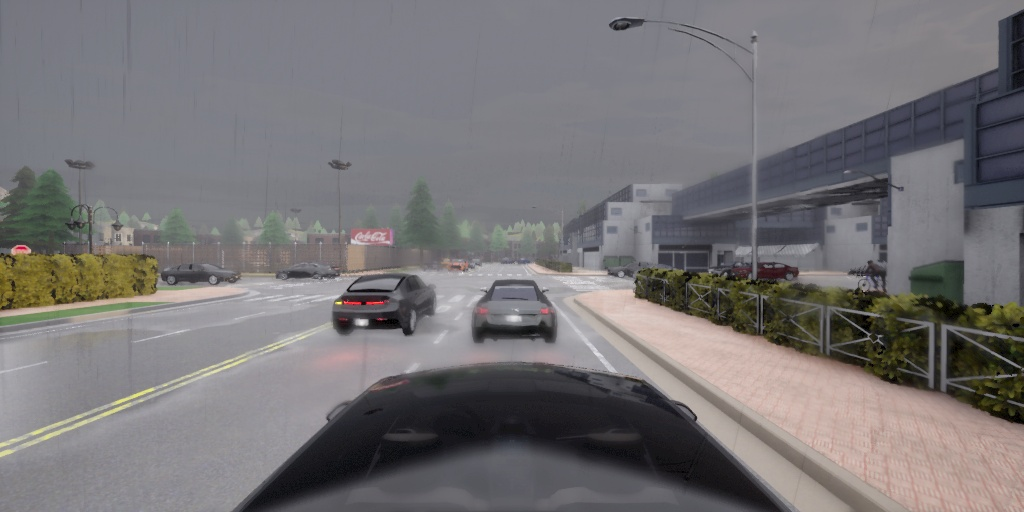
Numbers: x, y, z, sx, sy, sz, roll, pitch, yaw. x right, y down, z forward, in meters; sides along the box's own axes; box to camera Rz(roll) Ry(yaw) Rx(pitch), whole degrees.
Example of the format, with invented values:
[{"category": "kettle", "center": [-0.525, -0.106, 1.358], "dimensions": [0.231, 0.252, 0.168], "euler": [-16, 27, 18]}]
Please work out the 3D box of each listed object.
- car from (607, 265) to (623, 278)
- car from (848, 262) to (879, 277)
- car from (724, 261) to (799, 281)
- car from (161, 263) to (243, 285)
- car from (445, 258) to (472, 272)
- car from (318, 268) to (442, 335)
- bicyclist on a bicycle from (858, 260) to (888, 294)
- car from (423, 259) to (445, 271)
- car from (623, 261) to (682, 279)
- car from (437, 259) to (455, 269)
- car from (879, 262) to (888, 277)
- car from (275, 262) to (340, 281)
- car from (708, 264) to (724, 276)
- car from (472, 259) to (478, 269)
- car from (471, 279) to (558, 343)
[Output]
[{"category": "car", "center": [11.351, 1.255, 33.198], "dimensions": [4.892, 1.490, 1.837], "euler": [0, 0, 1]}, {"category": "car", "center": [34.382, 1.297, 33.125], "dimensions": [5.357, 1.411, 2.033], "euler": [0, 0, 0]}, {"category": "car", "center": [20.806, 1.228, 29.646], "dimensions": [5.008, 1.535, 1.882], "euler": [0, 0, 0]}, {"category": "car", "center": [-21.835, 1.238, 25.335], "dimensions": [4.892, 1.490, 1.837], "euler": [0, 0, 0]}, {"category": "car", "center": [-6.941, 1.102, 46.641], "dimensions": [2.097, 1.767, 4.553], "euler": [0, 0, 1]}, {"category": "car", "center": [-3.456, 1.255, 10.503], "dimensions": [1.837, 1.490, 4.892], "euler": [0, 0, -2]}, {"category": "bicyclist on a bicycle", "center": [18.320, 1.053, 18.167], "dimensions": [0.582, 1.620, 1.656], "euler": [0, 0, 0]}, {"category": "car", "center": [-10.431, 1.314, 47.785], "dimensions": [1.994, 1.385, 4.181], "euler": [0, 0, 1]}, {"category": "car", "center": [11.834, 1.314, 29.656], "dimensions": [4.181, 1.385, 1.994], "euler": [0, 0, -1]}, {"category": "car", "center": [-10.350, 1.227, 56.427], "dimensions": [1.882, 1.535, 5.008], "euler": [0, 0, 1]}, {"category": "car", "center": [34.108, 1.241, 29.621], "dimensions": [4.902, 1.511, 2.128], "euler": [0, 0, 0]}, {"category": "car", "center": [-16.424, 1.229, 28.883], "dimensions": [4.902, 1.511, 2.128], "euler": [0, 0, 5]}, {"category": "car", "center": [20.767, 1.241, 33.147], "dimensions": [4.902, 1.511, 2.128], "euler": [0, 0, 0]}, {"category": "car", "center": [-6.861, 1.351, 55.628], "dimensions": [1.895, 1.301, 4.718], "euler": [0, 0, 1]}, {"category": "car", "center": [0.071, 1.314, 9.676], "dimensions": [1.994, 1.385, 4.181], "euler": [0, 0, 1]}]
